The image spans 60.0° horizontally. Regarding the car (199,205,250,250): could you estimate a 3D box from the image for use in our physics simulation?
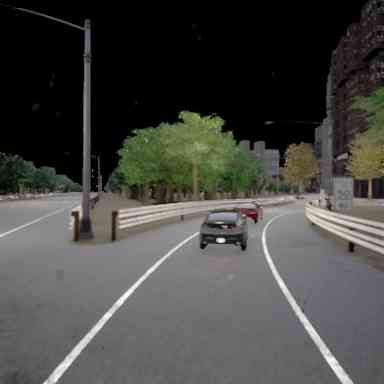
[{"bbox_3d":[1.488,1.515,14.535,1.837,1.490,4.892,0,0,10],"label":"car"}]

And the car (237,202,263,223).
[{"bbox_3d":[4.381,1.514,25.797,1.882,1.535,5.008,0,0,18],"label":"car"}]
